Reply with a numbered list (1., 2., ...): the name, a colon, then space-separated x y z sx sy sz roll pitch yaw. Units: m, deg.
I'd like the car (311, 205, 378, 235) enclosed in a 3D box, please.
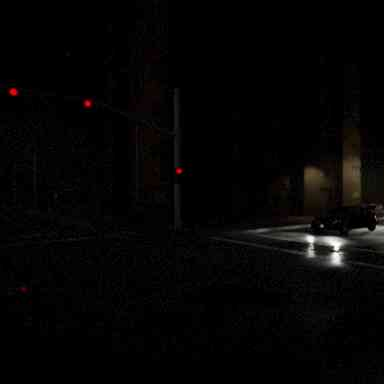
1. car: 8.693 1.493 18.768 4.674 1.442 1.812 0 0 -36
